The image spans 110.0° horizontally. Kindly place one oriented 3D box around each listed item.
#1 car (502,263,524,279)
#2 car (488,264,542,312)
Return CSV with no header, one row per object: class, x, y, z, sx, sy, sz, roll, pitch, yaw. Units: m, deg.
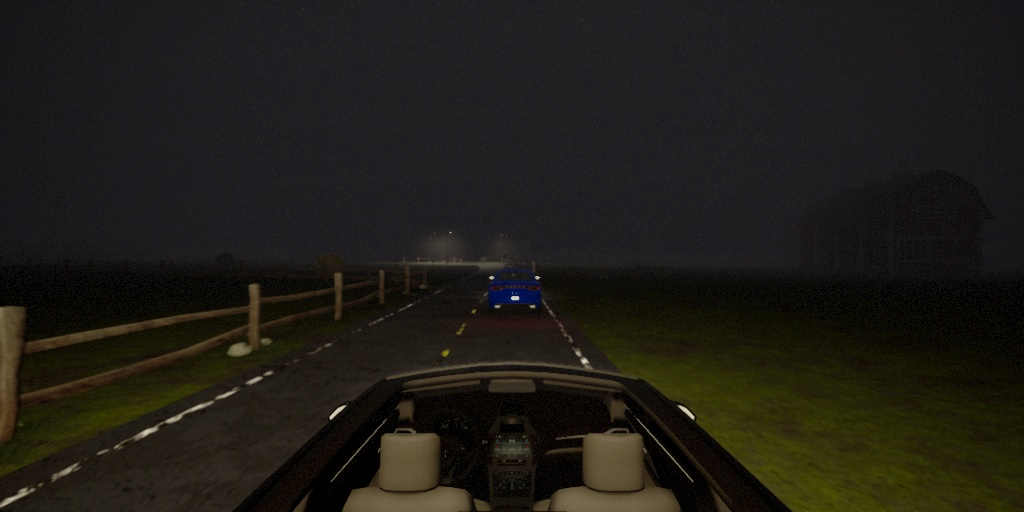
car,0.103,1.351,33.150,1.895,1.301,4.718,0,0,0
car,0.101,1.228,14.205,1.882,1.535,5.008,0,0,0
